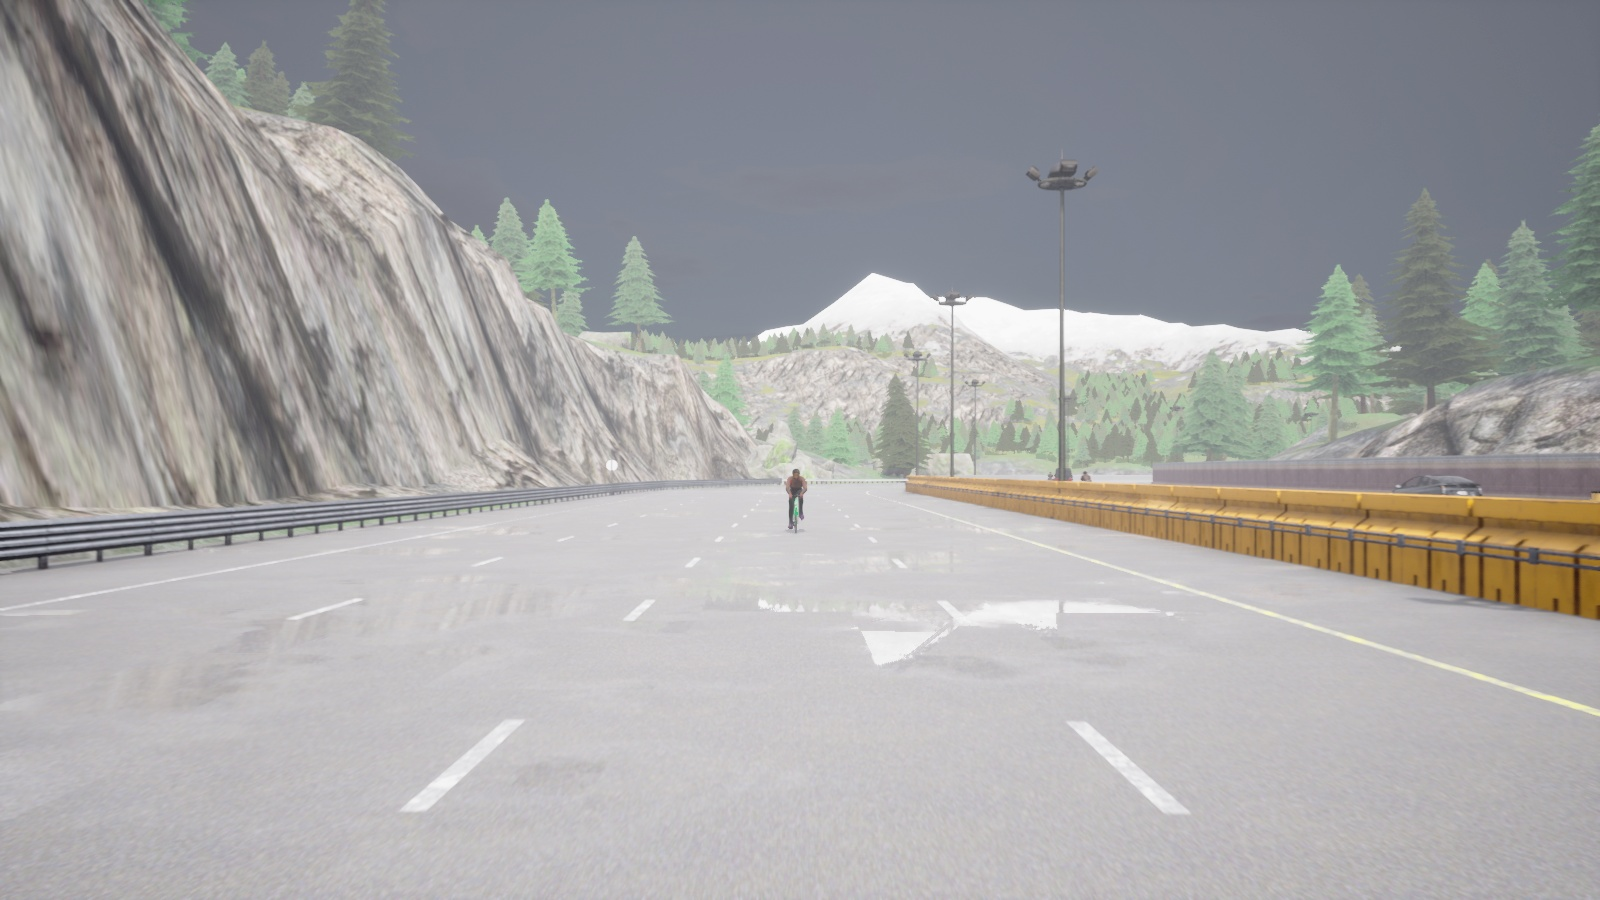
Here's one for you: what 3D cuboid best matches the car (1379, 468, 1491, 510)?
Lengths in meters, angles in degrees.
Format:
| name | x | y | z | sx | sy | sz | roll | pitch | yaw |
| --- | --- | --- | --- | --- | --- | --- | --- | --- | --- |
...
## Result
| name | x | y | z | sx | sy | sz | roll | pitch | yaw |
| --- | --- | --- | --- | --- | --- | --- | --- | --- | --- |
| car | 24.276 | 1.472 | 48.211 | 2.007 | 1.525 | 4.514 | 0 | -1 | 1 |

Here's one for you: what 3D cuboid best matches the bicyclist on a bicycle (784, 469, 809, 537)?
| name | x | y | z | sx | sy | sz | roll | pitch | yaw |
| --- | --- | --- | --- | --- | --- | --- | --- | --- | --- |
| bicyclist on a bicycle | -0.087 | 1.290 | 31.193 | 0.582 | 1.620 | 1.656 | 0 | -1 | 0 |
